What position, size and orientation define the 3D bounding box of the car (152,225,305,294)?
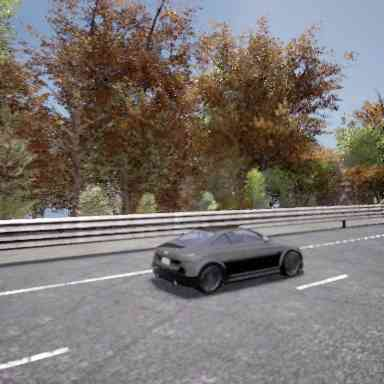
[{"bbox_3d":[1.053,1.569,8.838,4.181,1.385,1.994,0,0,-34],"label":"car"}]
